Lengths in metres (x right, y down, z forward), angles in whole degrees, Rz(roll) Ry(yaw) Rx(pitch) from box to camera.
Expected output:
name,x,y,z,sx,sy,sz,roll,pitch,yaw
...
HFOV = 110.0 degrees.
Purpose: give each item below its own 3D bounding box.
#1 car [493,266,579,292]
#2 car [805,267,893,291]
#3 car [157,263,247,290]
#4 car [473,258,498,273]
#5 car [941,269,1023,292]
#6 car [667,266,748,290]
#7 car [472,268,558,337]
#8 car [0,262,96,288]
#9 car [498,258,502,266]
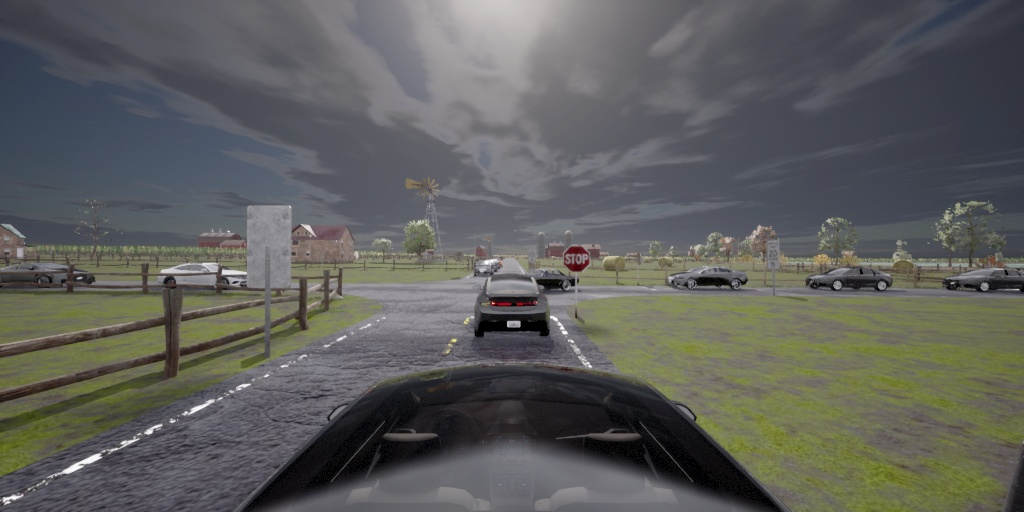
name,x,y,z,sx,sy,sz,roll,pitch,yaw
car,1.509,1.369,20.370,4.718,1.301,1.895,1,0,-35
car,22.211,1.500,23.758,4.892,1.490,1.837,1,-1,-1
car,-17.234,1.104,20.290,4.674,1.442,1.812,1,-1,-1
car,-2.840,1.243,37.012,2.128,1.511,4.902,0,0,0
car,31.714,1.587,23.874,4.892,1.490,1.837,1,-1,-1
car,12.810,1.397,23.592,4.902,1.511,2.128,1,-1,-2
car,-0.069,1.256,10.324,1.837,1.490,4.892,0,0,-3
car,-26.354,1.048,20.173,4.181,1.385,1.994,1,-1,-1
car,-2.828,1.242,46.458,2.128,1.511,4.902,0,0,0
